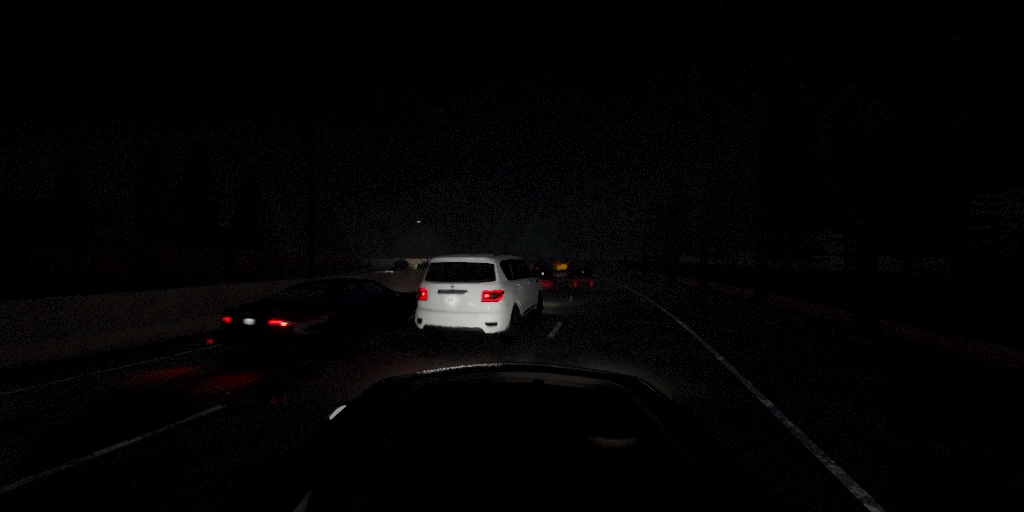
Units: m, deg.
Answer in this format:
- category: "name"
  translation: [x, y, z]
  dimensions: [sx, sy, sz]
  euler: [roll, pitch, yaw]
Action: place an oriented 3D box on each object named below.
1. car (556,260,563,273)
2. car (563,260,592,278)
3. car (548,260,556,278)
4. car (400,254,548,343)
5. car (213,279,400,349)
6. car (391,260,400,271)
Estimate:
- category: "car"
  translation: [6.018, 1.227, 44.669]
  dimensions: [1.882, 1.535, 5.008]
  euler: [0, 0, -4]
- category: "car"
  translation: [6.246, 1.228, 33.704]
  dimensions: [1.882, 1.535, 5.008]
  euler: [0, 0, 2]
- category: "car"
  translation: [2.780, 1.255, 33.359]
  dimensions: [1.837, 1.490, 4.892]
  euler: [0, 0, 3]
- category: "car"
  translation: [-0.572, 0.972, 9.960]
  dimensions: [2.150, 2.045, 5.566]
  euler: [0, 0, 14]
- category: "car"
  translation: [-4.342, 1.297, 9.230]
  dimensions: [2.033, 1.411, 5.357]
  euler: [0, 0, 15]
- category: "car"
  translation: [-15.583, 1.262, 50.079]
  dimensions: [1.837, 1.490, 4.892]
  euler: [0, 0, -8]
